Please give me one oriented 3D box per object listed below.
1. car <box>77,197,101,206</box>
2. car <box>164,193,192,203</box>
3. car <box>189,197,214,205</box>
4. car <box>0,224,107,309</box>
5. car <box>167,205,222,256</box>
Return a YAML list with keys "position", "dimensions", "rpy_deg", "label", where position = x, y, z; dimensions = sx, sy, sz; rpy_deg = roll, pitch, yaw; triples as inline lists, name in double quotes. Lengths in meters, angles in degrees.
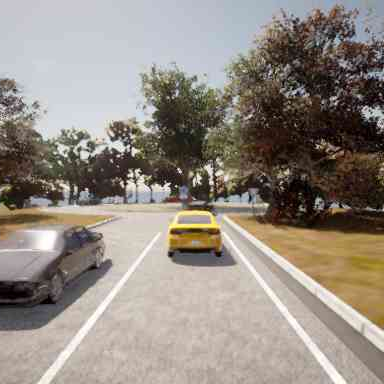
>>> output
- position: [-16.771, 1.541, 54.330]
  dimensions: [1.837, 1.490, 4.892]
  rpy_deg: [-1, 0, 19]
  label: "car"
- position: [-2.677, 1.260, 65.751]
  dimensions: [5.566, 2.045, 2.150]
  rpy_deg: [-1, 0, -3]
  label: "car"
- position: [0.959, 1.500, 31.048]
  dimensions: [1.882, 1.535, 5.008]
  rpy_deg: [-1, 0, 15]
  label: "car"
- position: [-3.599, 1.553, 8.326]
  dimensions: [2.033, 1.411, 5.357]
  rpy_deg: [0, 0, 0]
  label: "car"
- position: [0.097, 1.487, 13.179]
  dimensions: [1.882, 1.535, 5.008]
  rpy_deg: [0, 0, 0]
  label: "car"
